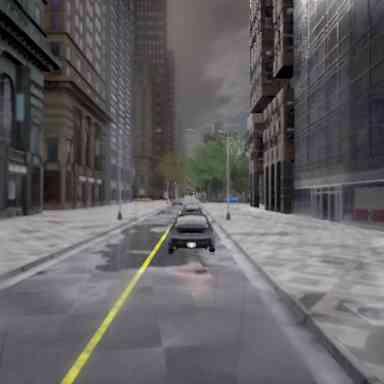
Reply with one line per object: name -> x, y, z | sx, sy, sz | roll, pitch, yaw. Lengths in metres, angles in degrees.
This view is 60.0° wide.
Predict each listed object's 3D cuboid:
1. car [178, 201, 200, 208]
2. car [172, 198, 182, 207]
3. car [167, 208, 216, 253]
car -> -0.024, 1.803, 29.302 | 1.837, 1.490, 4.892 | 0, 0, 0
car -> -3.065, 2.079, 68.553 | 2.097, 1.767, 4.553 | 0, -1, 0
car -> -0.011, 1.650, 14.311 | 1.837, 1.490, 4.892 | 0, 0, 0
